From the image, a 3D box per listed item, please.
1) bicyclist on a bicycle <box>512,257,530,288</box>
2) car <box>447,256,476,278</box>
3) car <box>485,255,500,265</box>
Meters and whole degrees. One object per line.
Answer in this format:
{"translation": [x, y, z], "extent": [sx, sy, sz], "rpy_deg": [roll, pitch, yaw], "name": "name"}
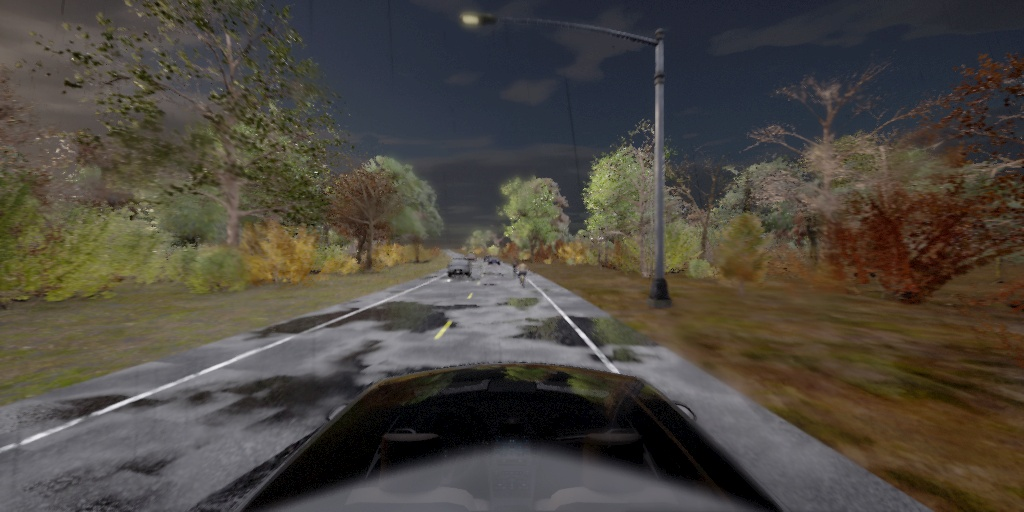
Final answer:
{"translation": [0.614, 1.009, 20.907], "extent": [0.866, 1.612, 1.509], "rpy_deg": [0, 1, -2], "name": "bicyclist on a bicycle"}
{"translation": [-4.385, 0.997, 30.698], "extent": [1.837, 1.490, 4.892], "rpy_deg": [0, 1, -3], "name": "car"}
{"translation": [-3.068, 0.782, 59.459], "extent": [1.895, 1.301, 4.718], "rpy_deg": [0, 1, -6], "name": "car"}
